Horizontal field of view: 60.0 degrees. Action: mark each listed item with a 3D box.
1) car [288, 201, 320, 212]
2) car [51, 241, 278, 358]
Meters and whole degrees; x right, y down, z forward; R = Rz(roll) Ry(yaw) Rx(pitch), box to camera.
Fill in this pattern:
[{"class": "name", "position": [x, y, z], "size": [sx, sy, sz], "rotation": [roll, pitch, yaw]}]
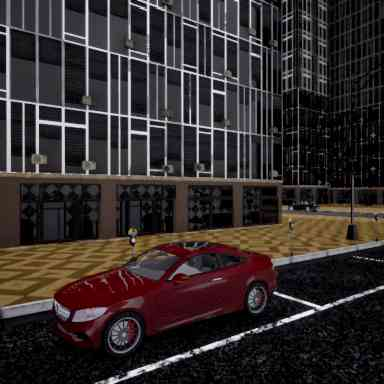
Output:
[{"class": "car", "position": [15.141, 1.903, 45.274], "size": [2.008, 1.369, 4.403], "rotation": [-1, 0, -36]}, {"class": "car", "position": [-0.238, 1.582, 5.931], "size": [4.206, 1.307, 1.802], "rotation": [0, 0, -36]}]
